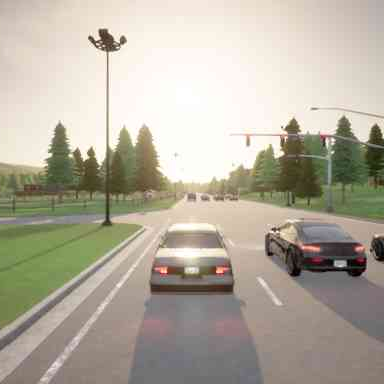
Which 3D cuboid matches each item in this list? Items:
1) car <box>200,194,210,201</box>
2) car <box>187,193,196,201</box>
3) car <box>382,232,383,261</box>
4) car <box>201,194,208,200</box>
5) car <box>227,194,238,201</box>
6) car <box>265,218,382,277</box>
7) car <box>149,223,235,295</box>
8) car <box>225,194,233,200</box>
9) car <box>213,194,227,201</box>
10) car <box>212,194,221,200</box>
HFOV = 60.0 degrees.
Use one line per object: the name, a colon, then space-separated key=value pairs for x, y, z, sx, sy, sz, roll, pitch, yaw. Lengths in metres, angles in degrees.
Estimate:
car: x=3.464 y=1.531 z=83.558 sx=2.033 sy=1.411 sz=5.357 roll=0 pitch=0 yaw=0
car: x=-0.036 y=1.216 z=83.586 sx=2.150 sy=2.045 sz=5.566 roll=0 pitch=0 yaw=0
car: x=7.004 y=1.564 z=9.610 sx=1.994 sy=1.385 sz=4.181 roll=0 pitch=0 yaw=1
car: x=3.460 y=1.309 z=93.978 sx=1.882 sy=1.535 sz=5.008 roll=0 pitch=0 yaw=0
car: x=10.464 y=1.587 z=84.007 sx=1.895 sy=1.301 sz=4.718 roll=0 pitch=0 yaw=0
car: x=3.515 y=1.526 z=10.149 sx=1.812 sy=1.442 sz=4.674 roll=0 pitch=0 yaw=0
car: x=0.001 y=1.547 z=8.871 sx=2.033 sy=1.411 sz=5.357 roll=0 pitch=0 yaw=0
car: x=10.460 y=1.356 z=93.981 sx=1.812 sy=1.442 sz=4.674 roll=0 pitch=0 yaw=0
car: x=6.964 y=1.347 z=83.946 sx=2.097 sy=1.767 sz=4.553 roll=0 pitch=0 yaw=0
car: x=6.960 y=1.371 z=93.979 sx=2.033 sy=1.411 sz=5.357 roll=0 pitch=0 yaw=0
